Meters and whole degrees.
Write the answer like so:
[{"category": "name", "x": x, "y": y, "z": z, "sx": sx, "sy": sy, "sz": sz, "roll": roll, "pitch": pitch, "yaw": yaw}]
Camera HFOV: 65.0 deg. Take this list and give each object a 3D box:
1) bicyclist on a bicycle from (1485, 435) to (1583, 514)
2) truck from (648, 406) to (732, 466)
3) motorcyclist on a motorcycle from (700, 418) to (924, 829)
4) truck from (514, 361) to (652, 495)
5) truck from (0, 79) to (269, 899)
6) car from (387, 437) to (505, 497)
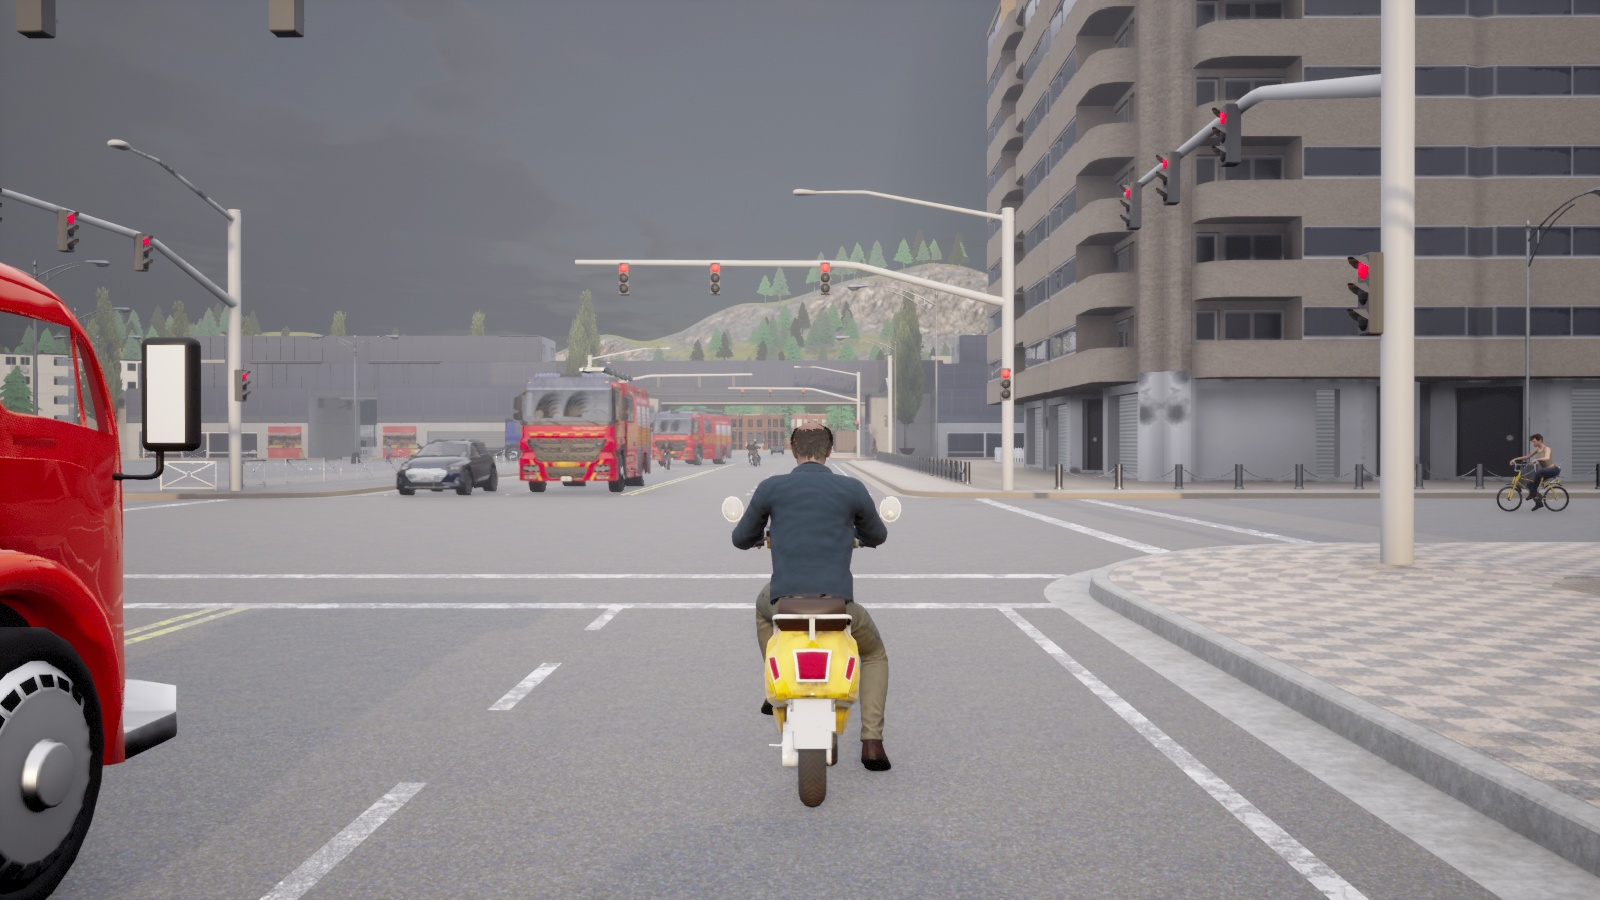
[{"category": "bicyclist on a bicycle", "x": 15.104, "y": 0.494, "z": 25.880, "sx": 1.509, "sy": 1.612, "sz": 0.866, "roll": 0, "pitch": 0, "yaw": 0}, {"category": "truck", "x": -7.343, "y": -0.904, "z": 85.035, "sx": 2.891, "sy": 3.827, "sz": 8.468, "roll": 0, "pitch": 0, "yaw": 15}, {"category": "motorcyclist on a motorcycle", "x": 0.053, "y": 0.667, "z": 5.772, "sx": 0.866, "sy": 1.590, "sz": 1.817, "roll": 0, "pitch": 0, "yaw": 0}, {"category": "truck", "x": -6.723, "y": -0.650, "z": 40.163, "sx": 2.891, "sy": 3.827, "sz": 8.468, "roll": 0, "pitch": 0, "yaw": 0}, {"category": "truck", "x": -3.468, "y": 0.243, "z": 2.454, "sx": 2.627, "sy": 2.467, "sz": 5.204, "roll": 0, "pitch": 0, "yaw": 0}, {"category": "car", "x": -10.246, "y": 0.459, "z": 36.733, "sx": 2.033, "sy": 1.649, "sz": 4.856, "roll": 0, "pitch": 0, "yaw": 0}]
